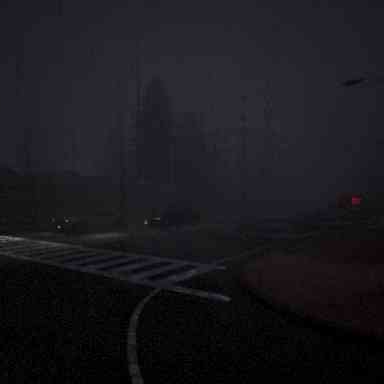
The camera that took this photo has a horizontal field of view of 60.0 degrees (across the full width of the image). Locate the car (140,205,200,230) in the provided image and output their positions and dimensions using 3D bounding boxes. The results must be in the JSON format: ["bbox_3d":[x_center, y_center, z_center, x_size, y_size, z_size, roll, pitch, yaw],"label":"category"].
[{"bbox_3d":[-1.388,1.641,22.605,2.128,1.511,4.902,-1,0,38],"label":"car"}]

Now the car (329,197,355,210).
[{"bbox_3d":[19.975,1.703,44.616,1.895,1.301,4.718,-1,0,37],"label":"car"}]

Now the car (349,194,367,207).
[{"bbox_3d":[26.228,1.320,52.827,2.150,2.045,5.566,-1,0,38],"label":"car"}]

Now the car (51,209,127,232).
[{"bbox_3d":[-6.586,1.788,21.606,1.895,1.301,4.718,-1,0,38],"label":"car"}]
